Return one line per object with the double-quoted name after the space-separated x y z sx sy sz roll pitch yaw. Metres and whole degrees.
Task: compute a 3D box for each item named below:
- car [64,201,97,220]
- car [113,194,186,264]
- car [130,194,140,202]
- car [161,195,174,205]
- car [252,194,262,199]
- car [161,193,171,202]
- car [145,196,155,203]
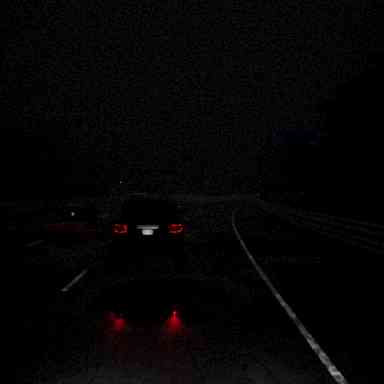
-9.190 1.475 27.591 1.812 1.442 4.674 0 0 -3 "car"
-1.395 1.208 11.982 2.150 2.045 5.566 0 0 -3 "car"
-13.033 1.402 76.274 2.097 1.767 4.553 0 0 -6 "car"
-4.405 1.352 59.452 2.097 1.767 4.553 0 0 -5 "car"
18.334 1.239 93.277 1.812 1.442 4.674 0 0 26 "car"
-5.911 1.280 75.471 2.150 2.045 5.566 0 0 -6 "car"
-8.799 1.531 69.640 1.837 1.490 4.892 0 0 -6 "car"
